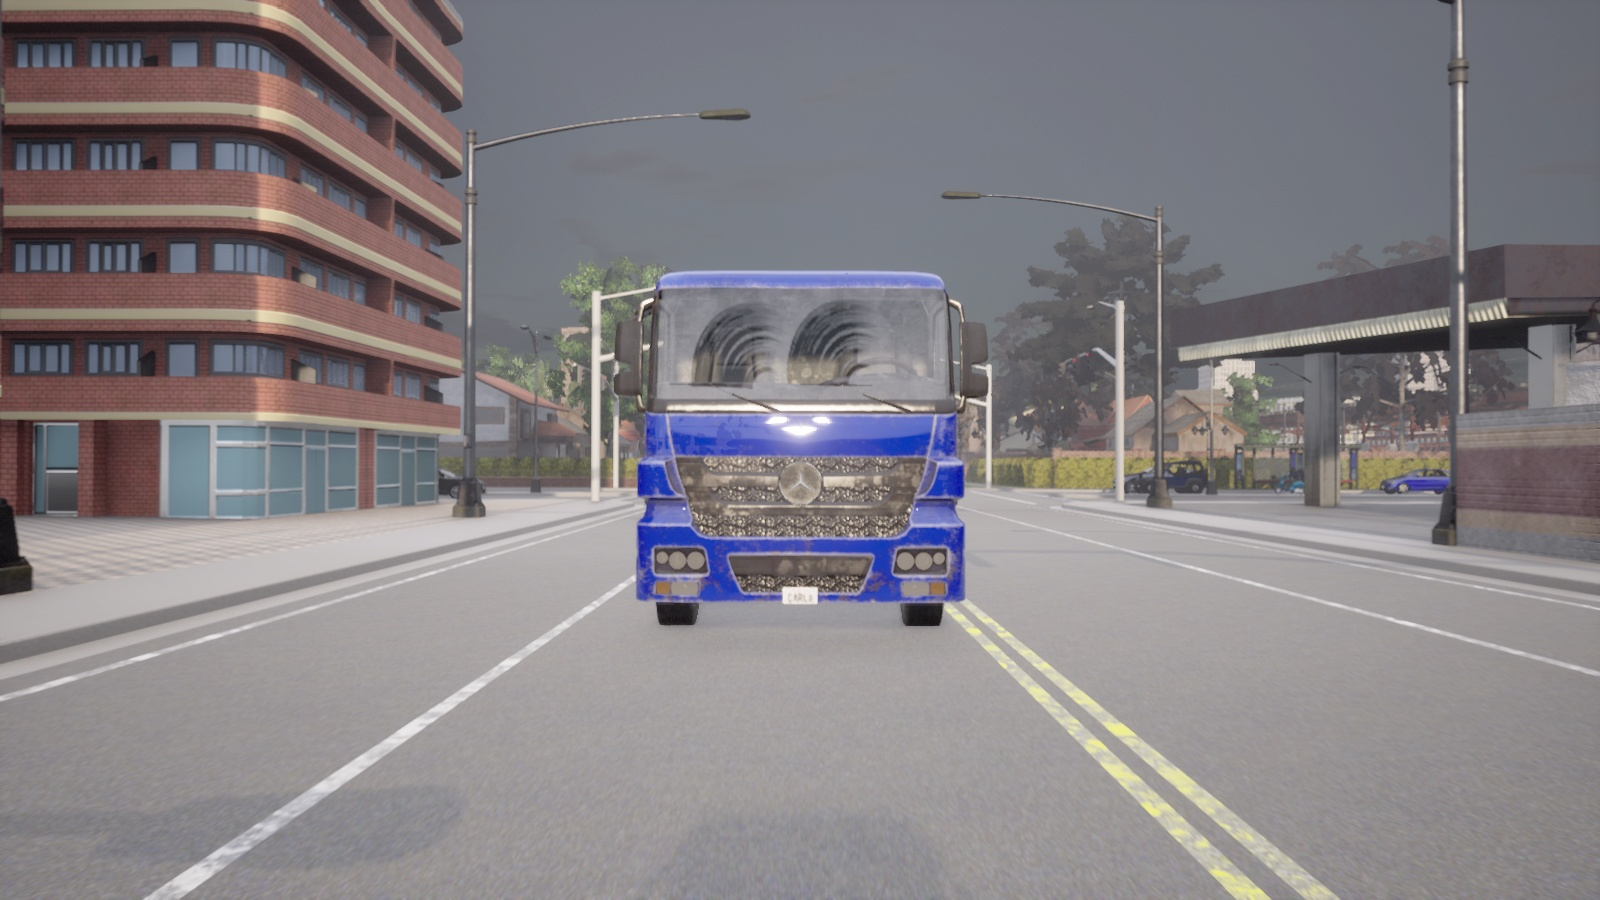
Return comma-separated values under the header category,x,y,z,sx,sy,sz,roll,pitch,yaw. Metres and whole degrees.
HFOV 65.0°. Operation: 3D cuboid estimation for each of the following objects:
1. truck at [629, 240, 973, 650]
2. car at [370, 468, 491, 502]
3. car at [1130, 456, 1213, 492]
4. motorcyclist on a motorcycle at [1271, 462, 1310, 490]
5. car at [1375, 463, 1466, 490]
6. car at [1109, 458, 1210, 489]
category,x,y,z,sx,sy,sz,roll,pitch,yaw
truck,0.008,0.004,14.615,2.891,3.462,7.936,0,-1,0
car,-16.508,1.565,56.239,4.892,1.490,1.837,0,-1,2
car,19.774,1.292,66.978,3.866,1.878,1.905,0,-1,1
motorcyclist on a motorcycle,27.475,1.449,70.350,1.817,1.590,0.866,0,-1,1
car,34.658,1.471,70.226,4.193,1.474,1.816,0,-1,1
car,20.138,1.314,70.494,5.027,1.651,2.152,0,-1,1
